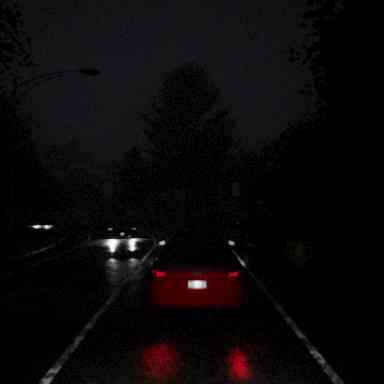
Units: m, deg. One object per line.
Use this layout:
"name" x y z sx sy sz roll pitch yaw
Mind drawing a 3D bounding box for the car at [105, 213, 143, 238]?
"car" -4.795 2.245 22.227 2.033 1.411 5.357 1 -4 -15

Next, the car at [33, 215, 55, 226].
"car" -19.006 3.606 42.911 1.994 1.385 4.181 1 -4 -12

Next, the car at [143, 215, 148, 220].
"car" -10.374 4.672 62.007 4.181 1.385 1.994 2 -4 -22

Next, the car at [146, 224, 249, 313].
"car" 0.115 1.658 7.917 1.994 1.385 4.181 0 -1 1

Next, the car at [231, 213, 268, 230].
"car" 5.617 2.821 32.223 1.882 1.535 5.008 -3 -5 36
